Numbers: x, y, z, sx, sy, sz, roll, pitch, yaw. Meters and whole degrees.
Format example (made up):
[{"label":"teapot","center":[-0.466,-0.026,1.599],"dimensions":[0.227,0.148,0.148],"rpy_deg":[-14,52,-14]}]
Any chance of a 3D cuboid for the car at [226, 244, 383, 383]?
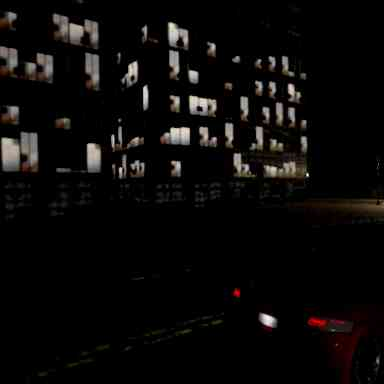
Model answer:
[{"label":"car","center":[2.567,1.546,5.271],"dimensions":[4.181,1.385,1.994],"rpy_deg":[0,0,-36]}]
